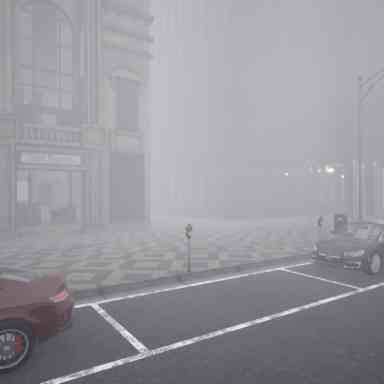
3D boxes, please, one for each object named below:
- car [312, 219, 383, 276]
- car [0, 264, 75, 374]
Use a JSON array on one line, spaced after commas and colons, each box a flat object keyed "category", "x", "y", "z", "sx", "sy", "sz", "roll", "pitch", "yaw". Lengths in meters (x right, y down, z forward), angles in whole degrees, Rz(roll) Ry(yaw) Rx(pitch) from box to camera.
[{"category": "car", "x": 5.522, "y": 1.550, "z": 10.230, "sx": 4.403, "sy": 1.369, "sz": 2.008, "roll": 0, "pitch": 0, "yaw": -34}, {"category": "car", "x": -3.672, "y": 1.582, "z": 4.101, "sx": 4.206, "sy": 1.307, "sz": 1.802, "roll": 0, "pitch": 0, "yaw": -34}]
